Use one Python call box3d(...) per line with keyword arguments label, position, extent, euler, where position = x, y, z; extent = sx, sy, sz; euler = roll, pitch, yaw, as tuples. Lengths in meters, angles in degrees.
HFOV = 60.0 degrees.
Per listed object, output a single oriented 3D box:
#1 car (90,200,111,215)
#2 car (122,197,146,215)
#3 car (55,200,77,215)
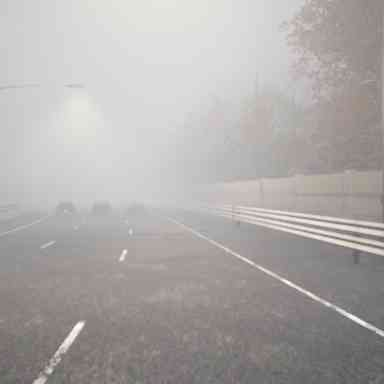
box3d(label="car", position=(-9.973, 1.604, 36.253), extent=(1.882, 1.535, 5.008), euler=(0, 0, -19))
box3d(label="car", position=(-6.141, 1.628, 35.806), extent=(1.812, 1.442, 4.674), euler=(0, 0, -18))
box3d(label="car", position=(-13.426, 1.651, 35.499), extent=(1.837, 1.490, 4.892), euler=(0, 0, -20))
